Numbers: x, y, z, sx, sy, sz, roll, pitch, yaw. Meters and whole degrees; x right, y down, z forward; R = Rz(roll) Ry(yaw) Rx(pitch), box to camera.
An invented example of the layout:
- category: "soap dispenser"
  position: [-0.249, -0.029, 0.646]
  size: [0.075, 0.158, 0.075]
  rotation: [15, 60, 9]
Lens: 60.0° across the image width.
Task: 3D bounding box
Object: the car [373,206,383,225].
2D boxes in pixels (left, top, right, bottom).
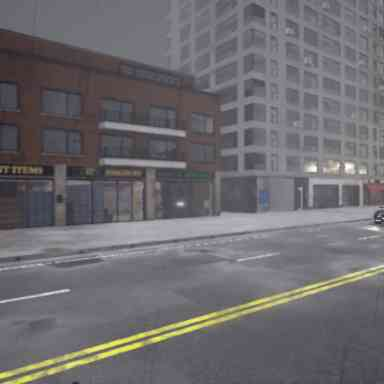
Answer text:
- category: "car"
  position: [13.450, 1.297, 21.260]
  size: [4.892, 1.490, 1.837]
  rotation: [-1, 0, -35]
